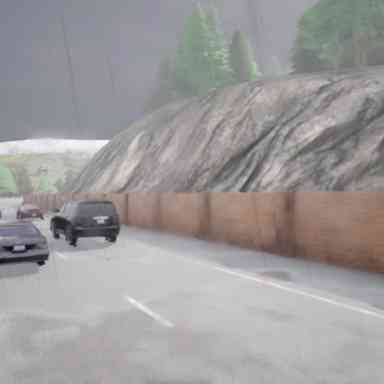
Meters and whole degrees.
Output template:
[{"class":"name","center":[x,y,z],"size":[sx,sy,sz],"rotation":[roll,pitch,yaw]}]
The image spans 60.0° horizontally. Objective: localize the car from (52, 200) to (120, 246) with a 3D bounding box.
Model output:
[{"class":"car","center":[-5.419,1.392,16.569],"size":[2.150,2.045,5.566],"rotation":[1,-1,-34]}]

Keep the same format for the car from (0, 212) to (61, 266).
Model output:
[{"class":"car","center":[-6.315,1.663,11.591],"size":[2.033,1.411,5.357],"rotation":[1,-1,-34]}]

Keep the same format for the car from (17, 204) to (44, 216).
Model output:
[{"class":"car","center":[-14.977,1.833,30.772],"size":[1.812,1.442,4.674],"rotation":[1,-1,-34]}]

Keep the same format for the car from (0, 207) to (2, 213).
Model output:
[{"class":"car","center":[-17.108,1.621,27.663],"size":[2.097,1.767,4.553],"rotation":[1,-1,-34]}]
